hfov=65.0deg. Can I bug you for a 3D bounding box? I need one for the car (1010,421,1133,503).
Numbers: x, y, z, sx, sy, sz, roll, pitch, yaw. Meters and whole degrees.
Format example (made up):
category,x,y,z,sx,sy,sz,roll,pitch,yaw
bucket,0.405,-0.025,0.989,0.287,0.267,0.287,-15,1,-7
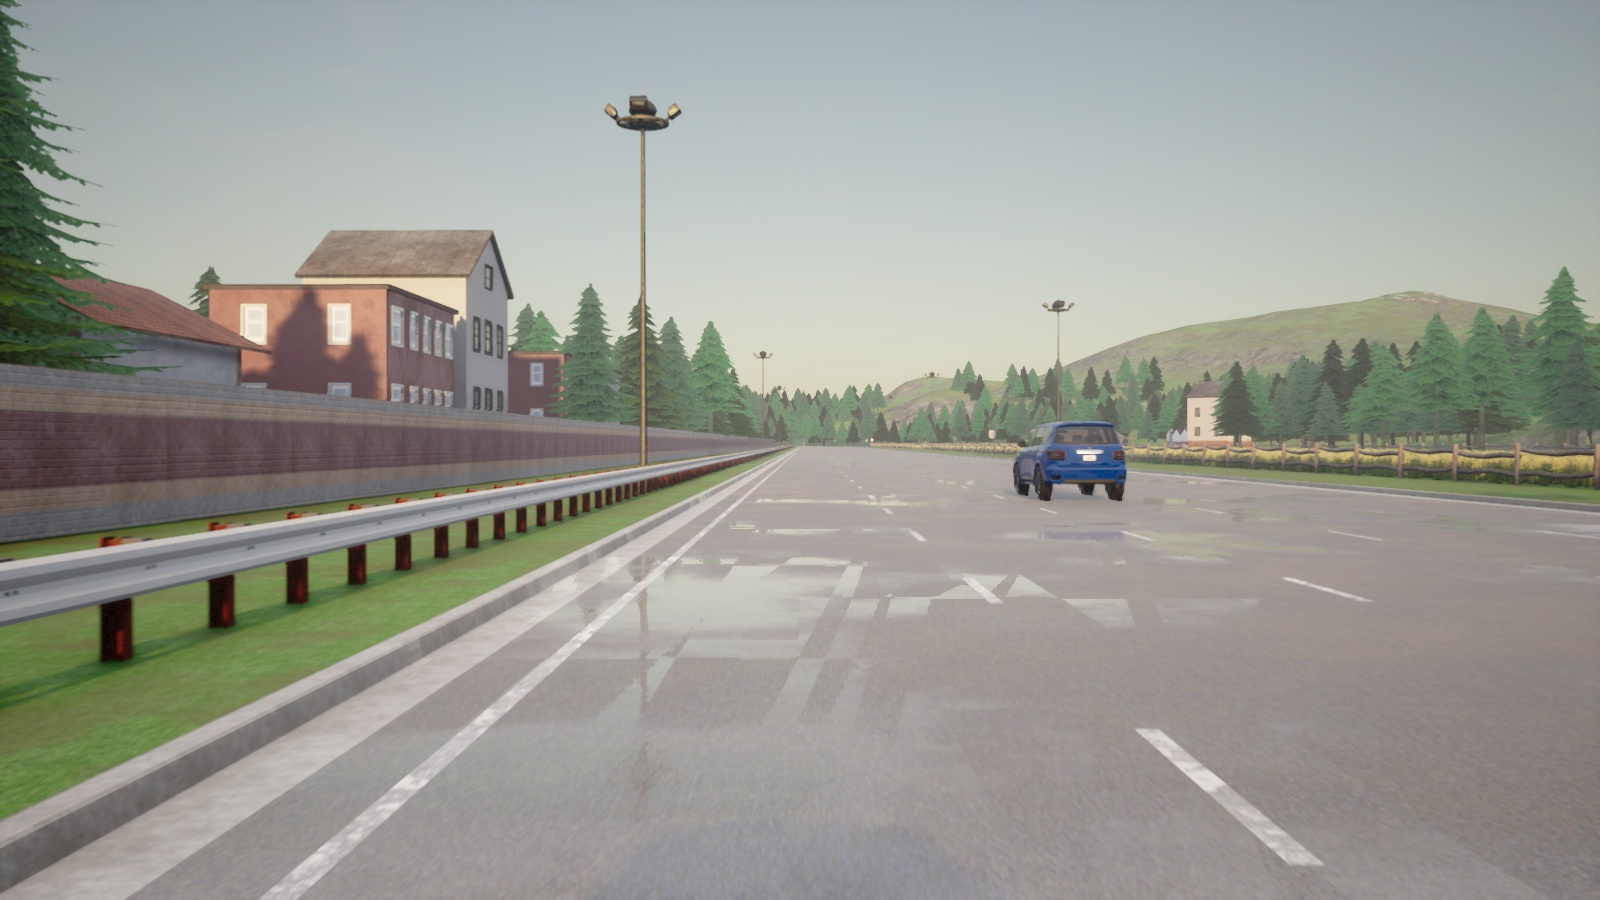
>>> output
category,x,y,z,sx,sy,sz,roll,pitch,yaw
car,7.212,0.279,34.004,2.150,2.045,5.566,0,0,0
